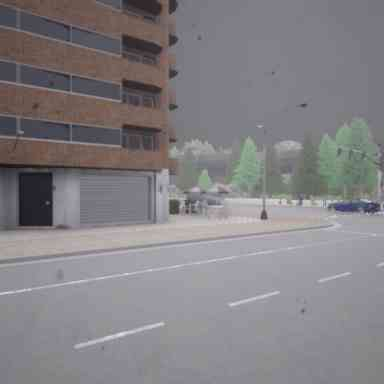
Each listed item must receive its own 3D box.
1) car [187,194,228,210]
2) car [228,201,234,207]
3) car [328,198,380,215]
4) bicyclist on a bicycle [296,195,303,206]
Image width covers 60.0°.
[{"bbox_3d":[1.511,1.146,41.668,2.150,2.045,5.566,0,0,-37],"label":"car"},{"bbox_3d":[3.441,1.427,44.692,1.837,1.490,4.892,0,0,-39],"label":"car"},{"bbox_3d":[16.199,1.397,33.503,1.882,1.535,5.008,0,0,-32],"label":"car"},{"bbox_3d":[15.344,1.214,47.340,1.656,1.620,0.582,0,0,-36],"label":"bicyclist on a bicycle"}]
